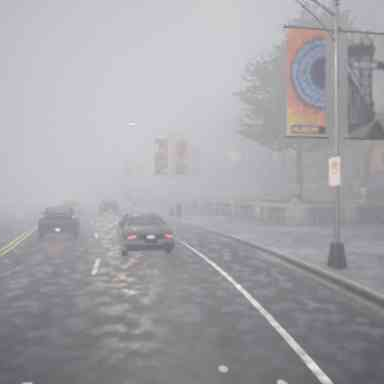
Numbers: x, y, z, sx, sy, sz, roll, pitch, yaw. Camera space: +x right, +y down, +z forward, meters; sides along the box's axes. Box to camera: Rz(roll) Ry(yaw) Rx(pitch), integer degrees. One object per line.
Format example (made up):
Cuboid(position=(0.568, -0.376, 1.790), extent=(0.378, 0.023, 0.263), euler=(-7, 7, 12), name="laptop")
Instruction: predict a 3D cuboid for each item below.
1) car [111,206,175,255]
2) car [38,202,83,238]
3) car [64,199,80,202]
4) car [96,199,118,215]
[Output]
Cuboid(position=(-2.021, 1.528, 13.379), extent=(2.033, 1.411, 5.357), euler=(0, 0, -15), name="car")
Cuboid(position=(-6.998, 1.489, 17.831), extent=(1.837, 1.490, 4.892), euler=(0, 0, -17), name="car")
Cuboid(position=(-12.335, 1.446, 34.122), extent=(1.882, 1.535, 5.008), euler=(0, 0, -18), name="car")
Cuboid(position=(-8.552, 1.465, 33.838), extent=(1.837, 1.490, 4.892), euler=(0, 0, -18), name="car")
